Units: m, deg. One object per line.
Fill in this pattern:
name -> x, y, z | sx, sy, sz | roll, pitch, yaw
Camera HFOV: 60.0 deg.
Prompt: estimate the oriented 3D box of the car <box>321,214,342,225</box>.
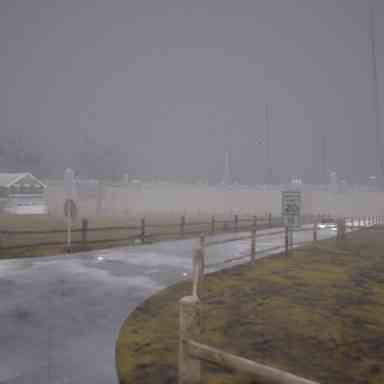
car -> 19.389, 3.783, 46.216 | 1.895, 1.301, 4.718 | 1, -2, 35
